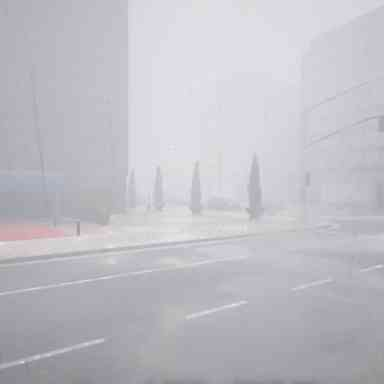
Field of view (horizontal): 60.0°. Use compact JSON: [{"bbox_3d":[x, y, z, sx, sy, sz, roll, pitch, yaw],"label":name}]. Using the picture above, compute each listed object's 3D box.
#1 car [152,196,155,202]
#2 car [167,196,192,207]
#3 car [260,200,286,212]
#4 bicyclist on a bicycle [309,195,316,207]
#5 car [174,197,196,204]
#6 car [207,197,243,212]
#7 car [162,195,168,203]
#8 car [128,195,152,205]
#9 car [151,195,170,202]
[{"bbox_3d":[-9.676,1.375,70.378,1.882,1.535,5.008,0,0,-35],"label":"car"},{"bbox_3d":[-1.522,1.517,52.355,1.812,1.442,4.674,0,0,-35],"label":"car"},{"bbox_3d":[8.535,1.555,37.866,1.994,1.385,4.181,0,0,-35],"label":"car"},{"bbox_3d":[16.964,1.288,46.732,1.656,1.620,0.582,0,0,-35],"label":"bicyclist on a bicycle"},{"bbox_3d":[-1.424,1.590,64.736,1.895,1.301,4.718,0,0,-34],"label":"car"},{"bbox_3d":[3.768,1.344,38.593,2.097,1.767,4.553,0,0,-35],"label":"car"},{"bbox_3d":[-4.210,1.482,62.608,2.128,1.511,4.902,0,0,-34],"label":"car"},{"bbox_3d":[-9.421,1.484,57.657,2.128,1.511,4.902,0,0,-34],"label":"car"},{"bbox_3d":[-6.801,1.373,72.375,1.882,1.535,5.008,0,0,-35],"label":"car"}]
